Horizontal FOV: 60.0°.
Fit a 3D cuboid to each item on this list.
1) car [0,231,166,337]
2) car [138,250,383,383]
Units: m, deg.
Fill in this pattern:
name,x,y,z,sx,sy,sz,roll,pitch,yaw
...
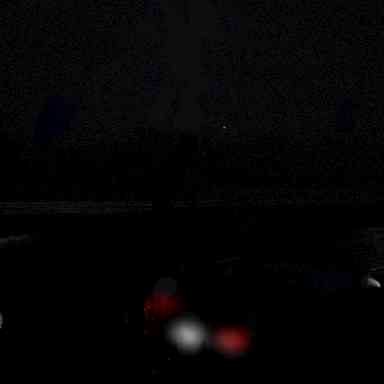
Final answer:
name,x,y,z,sx,sy,sz,roll,pitch,yaw
car,-2.380,1.485,6.351,5.008,1.535,1.882,0,0,-36
car,1.591,1.584,4.887,4.181,1.385,1.994,0,0,-36
